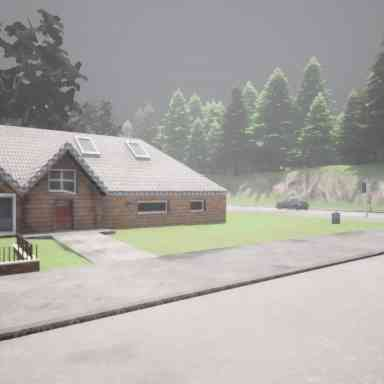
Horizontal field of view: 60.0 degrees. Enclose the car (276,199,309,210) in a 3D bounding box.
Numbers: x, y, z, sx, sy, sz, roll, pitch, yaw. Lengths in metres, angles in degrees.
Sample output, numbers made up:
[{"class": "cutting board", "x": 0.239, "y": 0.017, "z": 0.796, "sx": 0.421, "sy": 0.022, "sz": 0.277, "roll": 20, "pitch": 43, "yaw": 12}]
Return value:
[{"class": "car", "x": 12.723, "y": 1.562, "z": 42.357, "sx": 1.994, "sy": 1.385, "sz": 4.181, "roll": 0, "pitch": 0, "yaw": -35}]
